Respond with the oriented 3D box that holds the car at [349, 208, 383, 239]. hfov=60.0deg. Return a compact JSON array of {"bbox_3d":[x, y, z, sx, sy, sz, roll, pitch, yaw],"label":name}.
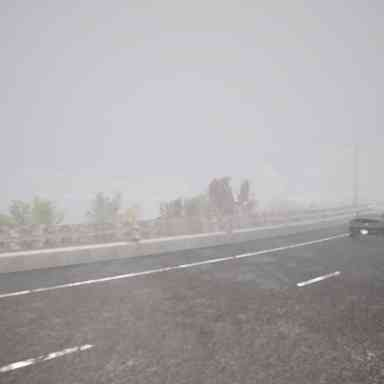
[{"bbox_3d":[9.694,1.612,17.156,1.837,1.490,4.892,0,0,45],"label":"car"}]
